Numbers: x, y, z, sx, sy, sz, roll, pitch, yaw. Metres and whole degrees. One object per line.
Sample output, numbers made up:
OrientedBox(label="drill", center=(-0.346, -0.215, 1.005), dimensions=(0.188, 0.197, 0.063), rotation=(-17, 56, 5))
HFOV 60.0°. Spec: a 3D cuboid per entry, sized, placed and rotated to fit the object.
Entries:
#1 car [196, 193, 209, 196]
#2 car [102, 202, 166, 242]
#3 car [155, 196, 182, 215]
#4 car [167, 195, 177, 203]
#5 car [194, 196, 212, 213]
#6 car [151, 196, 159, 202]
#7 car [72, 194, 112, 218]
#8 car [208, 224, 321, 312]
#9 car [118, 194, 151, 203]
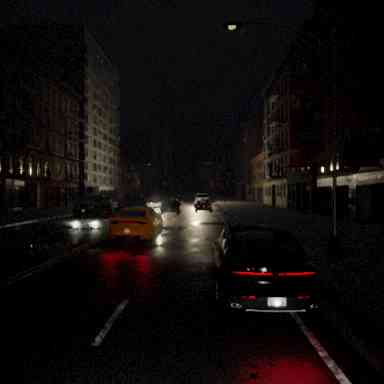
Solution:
OrientedBox(label="car", center=(1.474, 1.201, 47.387), dimensions=(2.150, 2.045, 5.566), rotation=(0, 0, 2))
OrientedBox(label="car", center=(-2.608, 1.466, 16.238), dimensions=(1.882, 1.535, 5.008), rotation=(0, 0, 2))
OrientedBox(label="car", center=(-2.085, 1.471, 33.766), dimensions=(2.128, 1.511, 4.902), rotation=(0, 0, 2))
OrientedBox(label="car", center=(-4.312, 1.497, 71.474), dimensions=(1.812, 1.442, 4.674), rotation=(0, 0, 2))
OrientedBox(label="car", center=(1.241, 1.529, 36.690), dimensions=(2.033, 1.411, 5.357), rotation=(0, 0, 1))
OrientedBox(label="car", center=(-7.610, 1.530, 69.906), dimensions=(1.994, 1.385, 4.181), rotation=(0, 0, 2))
OrientedBox(label="car", center=(-8.892, 1.204, 30.232), dimensions=(2.150, 2.045, 5.566), rotation=(0, 0, 2))
OrientedBox(label="car", center=(1.426, 1.500, 7.714), dimensions=(1.837, 1.490, 4.892), rotation=(0, 0, 2))
OrientedBox(label="car", center=(-5.608, 1.205, 31.397), dimensions=(2.150, 2.045, 5.566), rotation=(0, 0, 2))
